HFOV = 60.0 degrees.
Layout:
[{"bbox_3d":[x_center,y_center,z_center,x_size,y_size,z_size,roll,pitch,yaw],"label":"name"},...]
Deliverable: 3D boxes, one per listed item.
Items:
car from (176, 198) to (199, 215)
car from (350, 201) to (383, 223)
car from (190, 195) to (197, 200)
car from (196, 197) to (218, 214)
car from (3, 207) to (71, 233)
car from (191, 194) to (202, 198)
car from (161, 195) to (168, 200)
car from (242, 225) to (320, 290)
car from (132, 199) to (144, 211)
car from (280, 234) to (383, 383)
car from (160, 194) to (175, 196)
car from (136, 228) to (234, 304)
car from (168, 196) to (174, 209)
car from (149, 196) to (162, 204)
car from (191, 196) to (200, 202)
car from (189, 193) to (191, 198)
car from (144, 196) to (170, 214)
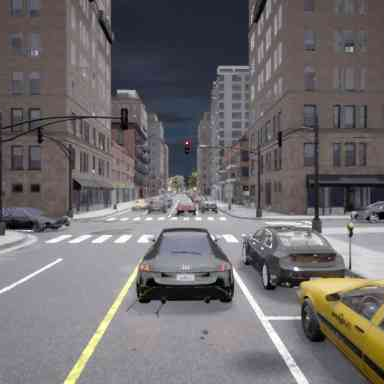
[{"bbox_3d":[-0.609,1.601,33.933,1.895,1.301,4.718,0,0,-1],"label":"car"},{"bbox_3d":[13.933,1.402,23.821,4.902,1.511,2.128,0,0,-3],"label":"car"},{"bbox_3d":[0.377,1.512,92.720,1.752,1.417,4.829,0,0,-1],"label":"car"},{"bbox_3d":[1.785,1.551,35.750,2.008,1.369,4.403,0,0,-1],"label":"car"},{"bbox_3d":[-9.987,1.592,19.558,5.357,1.411,2.033,0,0,10],"label":"car"},{"bbox_3d":[1.223,1.436,58.470,1.967,1.590,4.097,0,0,-1],"label":"car"},{"bbox_3d":[-7.642,1.569,92.346,1.802,1.307,4.206,0,0,-1],"label":"car"},{"bbox_3d":[2.451,1.551,8.882,2.008,1.369,4.403,0,0,-1],"label":"car"},{"bbox_3d":[-6.374,1.525,41.060,1.752,1.417,4.829,0,0,-1],"label":"car"},{"bbox_3d":[2.586,1.525,3.648,1.752,1.417,4.829,0,0,-1],"label":"car"},{"bbox_3d":[-4.199,1.544,56.271,2.033,1.411,5.357,0,0,-2],"label":"car"},{"bbox_3d":[-0.170,1.564,8.212,1.994,1.385,4.181,0,0,-1],"label":"car"},{"bbox_3d":[-3.945,1.563,45.906,1.994,1.385,4.181,0,0,-2],"label":"car"},{"bbox_3d":[-6.940,1.545,63.948,2.008,1.369,4.403,0,0,-1],"label":"car"},{"bbox_3d":[0.802,1.557,75.510,1.947,1.339,4.313,0,0,-1],"label":"car"},{"bbox_3d":[0.942,1.308,69.830,2.192,1.841,5.009,0,0,-1],"label":"car"},{"bbox_3d":[-3.699,1.505,36.003,1.837,1.490,4.892,0,0,-1],"label":"car"}]
